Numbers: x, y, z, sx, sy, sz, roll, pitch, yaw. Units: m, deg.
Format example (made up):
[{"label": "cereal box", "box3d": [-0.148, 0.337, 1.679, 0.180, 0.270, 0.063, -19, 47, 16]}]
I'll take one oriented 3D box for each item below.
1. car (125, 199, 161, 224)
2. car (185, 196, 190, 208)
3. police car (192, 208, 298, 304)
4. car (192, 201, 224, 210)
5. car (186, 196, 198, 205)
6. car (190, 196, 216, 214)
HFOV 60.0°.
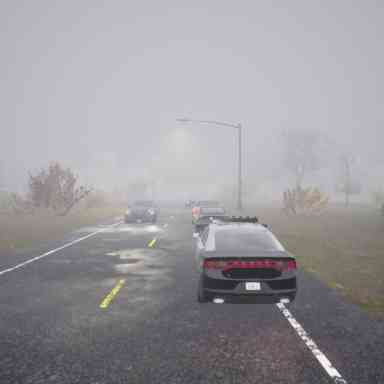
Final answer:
[{"label": "car", "box3d": [-3.490, 1.325, 24.149, 2.097, 1.767, 4.553, 0, 0, 0]}, {"label": "car", "box3d": [0.049, 1.525, 45.469, 1.895, 1.301, 4.718, 0, 0, 0]}, {"label": "police car", "box3d": [1.053, 1.419, 8.327, 1.930, 1.638, 5.238, 0, 0, 0]}, {"label": "car", "box3d": [1.057, 1.488, 18.218, 1.837, 1.490, 4.892, 0, 0, 0]}, {"label": "car", "box3d": [0.018, 1.431, 58.613, 2.033, 1.411, 5.357, 0, 0, 0]}, {"label": "car", "box3d": [1.060, 1.324, 24.190, 2.097, 1.767, 4.553, 0, 0, 0]}]
